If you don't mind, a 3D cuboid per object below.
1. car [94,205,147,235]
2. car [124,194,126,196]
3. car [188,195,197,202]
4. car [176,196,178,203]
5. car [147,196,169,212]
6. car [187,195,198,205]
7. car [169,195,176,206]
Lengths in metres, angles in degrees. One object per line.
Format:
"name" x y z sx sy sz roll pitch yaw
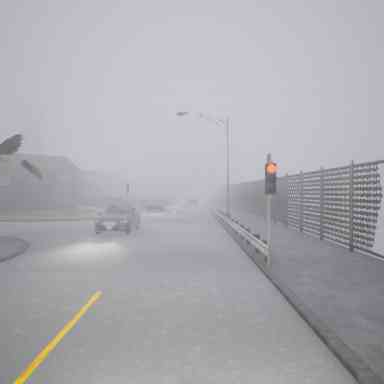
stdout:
"car" -4.093 1.488 18.875 2.128 1.511 4.902 0 0 0
"car" -17.260 1.121 78.260 3.633 1.501 1.845 0 0 0
"car" 0.017 1.527 78.673 2.033 1.411 5.357 0 0 0
"car" -3.984 1.476 70.653 1.837 1.490 4.892 0 0 0
"car" -4.089 1.471 38.222 1.882 1.535 5.008 0 0 0
"car" 0.114 1.537 59.735 2.033 1.411 5.357 0 0 0
"car" -4.076 1.468 55.084 1.882 1.535 5.008 0 0 0
